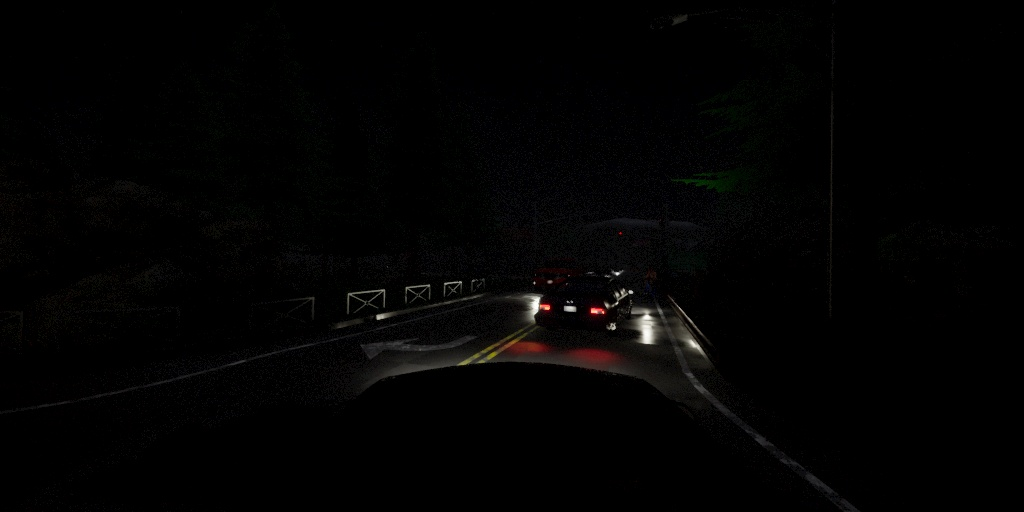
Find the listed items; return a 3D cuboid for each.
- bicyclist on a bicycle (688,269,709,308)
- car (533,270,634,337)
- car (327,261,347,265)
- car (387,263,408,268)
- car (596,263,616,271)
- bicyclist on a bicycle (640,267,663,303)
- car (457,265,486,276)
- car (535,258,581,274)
[{"bbox_3d":[7.888,1.353,15.108,1.656,1.620,0.582,1,-1,-34],"label":"bicyclist on a bicycle"},{"bbox_3d":[2.313,1.276,10.289,2.033,1.411,5.357,1,-1,24],"label":"car"},{"bbox_3d":[-24.494,1.469,51.998,5.357,1.411,2.033,1,-1,23],"label":"car"},{"bbox_3d":[-14.727,1.621,48.159,4.181,1.385,1.994,1,-1,20],"label":"car"},{"bbox_3d":[13.019,2.003,50.754,2.033,1.411,5.357,1,-1,23],"label":"car"},{"bbox_3d":[6.444,1.340,16.492,1.656,1.620,0.582,1,-1,-31],"label":"bicyclist on a bicycle"},{"bbox_3d":[-5.331,1.756,44.752,4.181,1.385,1.994,1,-1,20],"label":"car"},{"bbox_3d":[2.964,1.115,22.078,2.150,2.045,5.566,1,-1,20],"label":"car"}]
